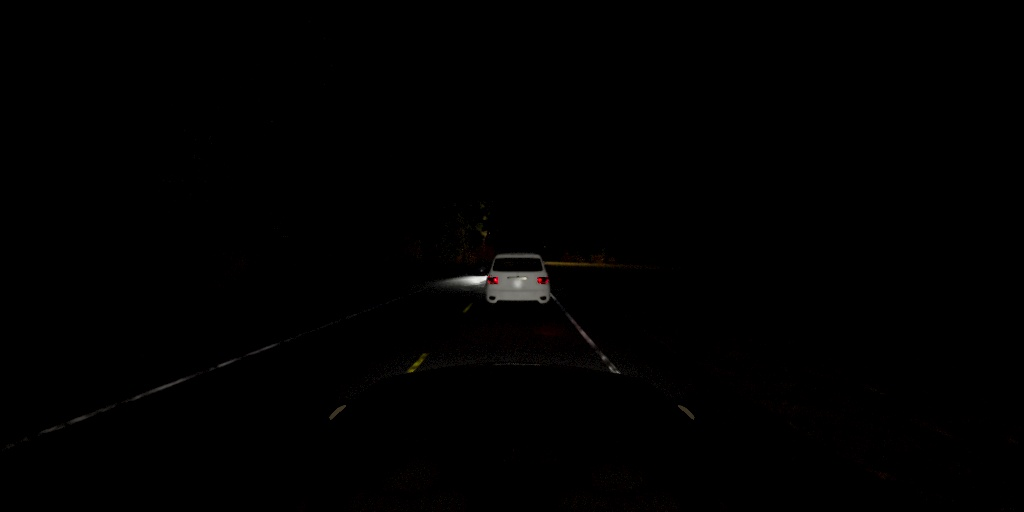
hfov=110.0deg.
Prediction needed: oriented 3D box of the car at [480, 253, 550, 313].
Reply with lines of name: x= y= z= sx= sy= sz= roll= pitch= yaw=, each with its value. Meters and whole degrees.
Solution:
car: x=0.226 y=0.903 z=13.785 sx=2.150 sy=2.045 sz=5.566 roll=0 pitch=0 yaw=1

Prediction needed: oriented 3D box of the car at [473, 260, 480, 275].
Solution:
car: x=-2.697 y=1.078 z=35.495 sx=2.128 sy=1.511 sz=4.902 roll=0 pitch=0 yaw=2
